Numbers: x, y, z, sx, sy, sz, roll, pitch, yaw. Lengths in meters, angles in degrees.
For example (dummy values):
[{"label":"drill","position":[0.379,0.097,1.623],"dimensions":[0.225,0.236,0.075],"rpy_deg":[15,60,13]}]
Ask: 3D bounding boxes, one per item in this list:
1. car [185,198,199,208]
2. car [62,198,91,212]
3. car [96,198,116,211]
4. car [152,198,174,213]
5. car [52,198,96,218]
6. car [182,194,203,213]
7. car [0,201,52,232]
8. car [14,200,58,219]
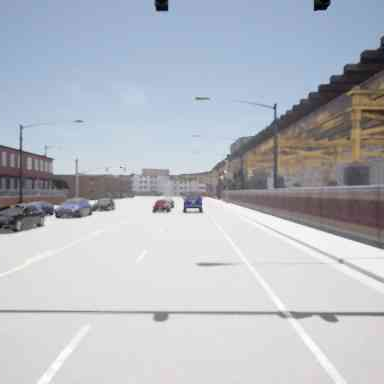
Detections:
[{"label":"car","position":[0.015,1.592,48.366],"dimensions":[1.994,1.385,4.181],"rpy_deg":[0,0,0]},{"label":"car","position":[-14.051,1.528,40.843],"dimensions":[1.837,1.490,4.892],"rpy_deg":[0,0,1]},{"label":"car","position":[-10.557,1.528,40.347],"dimensions":[1.837,1.490,4.892],"rpy_deg":[0,0,1]},{"label":"car","position":[-3.410,1.546,37.872],"dimensions":[1.812,1.442,4.674],"rpy_deg":[0,0,0]},{"label":"car","position":[-10.591,1.369,30.081],"dimensions":[2.097,1.767,4.553],"rpy_deg":[0,0,0]},{"label":"car","position":[0.091,1.243,37.707],"dimensions":[2.150,2.045,5.566],"rpy_deg":[0,0,0]},{"label":"car","position":[-10.596,1.516,20.139],"dimensions":[1.837,1.490,4.892],"rpy_deg":[0,0,0]},{"label":"car","position":[-14.088,1.543,30.335],"dimensions":[1.812,1.442,4.674],"rpy_deg":[0,0,0]}]
